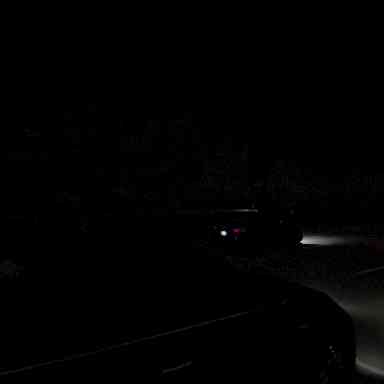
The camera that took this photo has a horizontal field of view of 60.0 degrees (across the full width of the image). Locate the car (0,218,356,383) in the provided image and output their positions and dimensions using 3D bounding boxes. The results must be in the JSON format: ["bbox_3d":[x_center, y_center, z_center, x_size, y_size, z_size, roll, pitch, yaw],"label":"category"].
[{"bbox_3d":[-0.240,1.361,3.576,4.553,1.767,2.097,0,0,-35],"label":"car"}]

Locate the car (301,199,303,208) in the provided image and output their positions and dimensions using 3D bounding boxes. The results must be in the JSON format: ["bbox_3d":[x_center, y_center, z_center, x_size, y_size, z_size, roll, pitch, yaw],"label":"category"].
[{"bbox_3d":[16.251,1.678,41.356,4.902,1.511,2.128,0,0,-35],"label":"car"}]

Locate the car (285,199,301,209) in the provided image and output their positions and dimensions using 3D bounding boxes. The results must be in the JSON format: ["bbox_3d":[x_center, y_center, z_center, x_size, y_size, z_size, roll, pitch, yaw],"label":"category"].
[{"bbox_3d":[14.542,1.680,44.434,4.902,1.511,2.128,0,0,-35],"label":"car"}]

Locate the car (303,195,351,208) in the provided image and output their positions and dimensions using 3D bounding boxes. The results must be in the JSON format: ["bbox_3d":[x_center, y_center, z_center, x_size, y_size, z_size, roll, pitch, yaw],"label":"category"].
[{"bbox_3d":[15.019,1.387,36.186,5.566,2.045,2.150,0,0,-35],"label":"car"}]

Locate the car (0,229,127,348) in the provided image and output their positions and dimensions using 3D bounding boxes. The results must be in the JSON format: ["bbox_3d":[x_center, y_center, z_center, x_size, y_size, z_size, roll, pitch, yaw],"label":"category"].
[{"bbox_3d":[-3.933,1.546,5.234,5.357,1.411,2.033,0,0,-36],"label":"car"}]

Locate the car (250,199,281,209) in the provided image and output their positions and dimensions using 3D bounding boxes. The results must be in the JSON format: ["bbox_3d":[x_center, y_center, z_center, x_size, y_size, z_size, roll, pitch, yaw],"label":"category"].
[{"bbox_3d":[10.068,1.679,45.550,4.892,1.490,1.837,0,0,-35],"label":"car"}]

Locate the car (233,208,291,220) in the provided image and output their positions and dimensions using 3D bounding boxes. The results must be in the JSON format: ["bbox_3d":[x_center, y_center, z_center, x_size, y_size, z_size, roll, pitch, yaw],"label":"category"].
[{"bbox_3d":[2.894,1.617,14.408,4.181,1.385,1.994,0,0,-35],"label":"car"}]
